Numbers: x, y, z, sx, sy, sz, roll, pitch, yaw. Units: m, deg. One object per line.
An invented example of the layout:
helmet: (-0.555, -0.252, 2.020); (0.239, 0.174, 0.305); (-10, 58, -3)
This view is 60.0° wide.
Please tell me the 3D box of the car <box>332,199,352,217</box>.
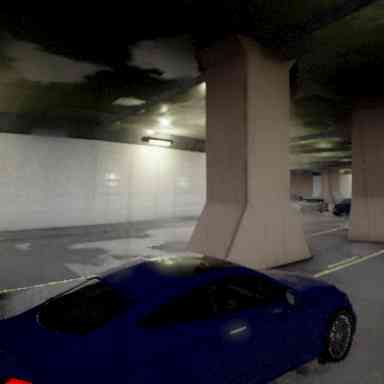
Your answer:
car: (13.319, 1.283, 27.933); (2.033, 1.411, 5.357); (0, 0, 35)

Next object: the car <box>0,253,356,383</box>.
car: (0.130, 1.503, 4.049); (4.674, 1.442, 1.812); (-1, 1, -37)

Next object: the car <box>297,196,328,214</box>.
car: (11.859, 1.250, 32.017); (1.812, 1.442, 4.674); (0, 0, 33)

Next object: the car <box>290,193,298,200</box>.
car: (20.394, 0.980, 68.345); (2.033, 1.411, 5.357); (-1, 0, -25)
